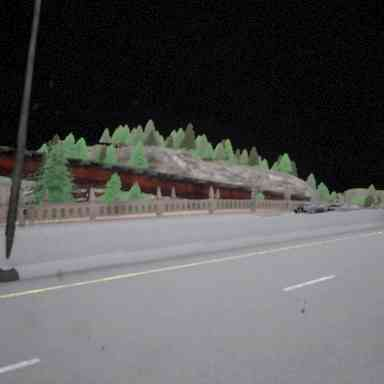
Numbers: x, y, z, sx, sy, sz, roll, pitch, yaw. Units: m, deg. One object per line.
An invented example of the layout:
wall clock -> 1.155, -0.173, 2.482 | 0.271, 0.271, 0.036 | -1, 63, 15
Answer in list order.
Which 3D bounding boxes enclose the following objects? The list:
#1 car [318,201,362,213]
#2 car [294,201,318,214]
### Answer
car -> 14.452, 1.612, 31.835 | 4.181, 1.385, 1.994 | 2, -2, -36
car -> 12.568, 1.657, 34.790 | 4.181, 1.385, 1.994 | 2, -2, -36
